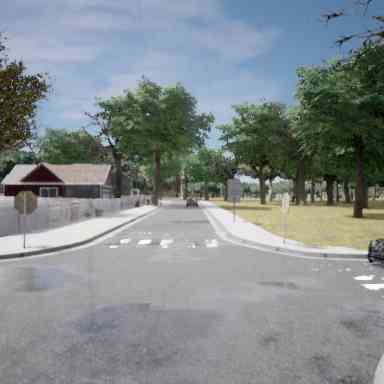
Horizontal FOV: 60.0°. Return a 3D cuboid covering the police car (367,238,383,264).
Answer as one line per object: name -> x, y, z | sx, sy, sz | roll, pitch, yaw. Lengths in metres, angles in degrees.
police car -> 8.203, 1.691, 10.541 | 4.974, 1.542, 2.038 | 1, -2, -6

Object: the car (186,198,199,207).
car -> 0.006, 1.685, 52.918 | 1.812, 1.442, 4.674 | 0, 0, 0
